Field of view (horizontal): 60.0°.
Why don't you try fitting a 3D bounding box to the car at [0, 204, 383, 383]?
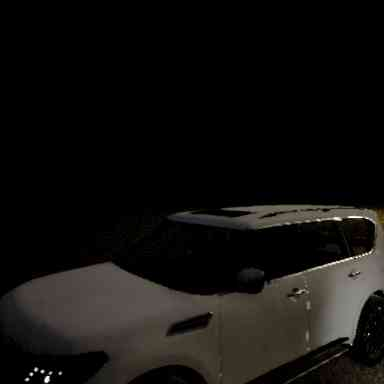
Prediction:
[{"bbox_3d":[0.529,1.223,4.256,5.566,2.045,2.150,0,0,-36],"label":"car"}]
